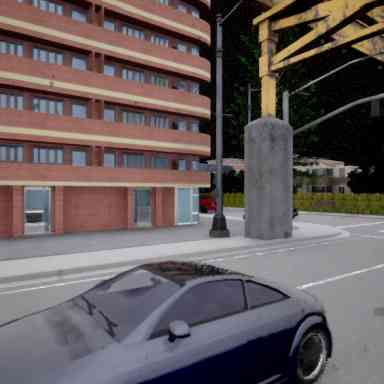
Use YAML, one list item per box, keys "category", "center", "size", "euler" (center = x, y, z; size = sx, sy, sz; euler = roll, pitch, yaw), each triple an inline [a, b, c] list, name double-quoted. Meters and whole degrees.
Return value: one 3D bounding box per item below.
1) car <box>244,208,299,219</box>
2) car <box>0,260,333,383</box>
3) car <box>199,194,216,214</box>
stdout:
- category: "car"
  center: [6.762, 1.601, 28.508]
  size: [1.895, 1.301, 4.718]
  euler: [0, 0, -35]
- category: "car"
  center: [-0.286, 1.564, 3.792]
  size: [4.181, 1.385, 1.994]
  euler: [0, 0, -36]
- category: "car"
  center: [1.039, 1.220, 36.576]
  size: [2.150, 2.045, 5.566]
  euler: [0, 0, -35]
